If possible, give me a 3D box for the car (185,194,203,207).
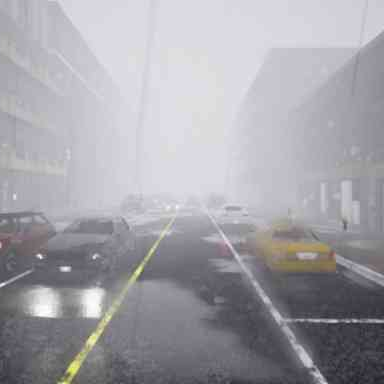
[{"bbox_3d":[0.133,1.313,44.840,1.994,1.385,4.181,0,0,2],"label":"car"}]

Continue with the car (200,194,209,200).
[{"bbox_3d":[2.859,1.156,78.265,1.887,1.381,4.507,0,0,0],"label":"car"}]

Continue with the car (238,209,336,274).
[{"bbox_3d":[2.718,1.461,10.155,1.752,1.417,4.829,0,0,0],"label":"car"}]

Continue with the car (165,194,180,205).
[{"bbox_3d":[-2.962,1.316,52.005,1.895,1.301,4.718,0,0,1],"label":"car"}]

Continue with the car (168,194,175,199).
[{"bbox_3d":[-5.497,1.158,89.666,1.802,1.307,4.206,0,0,0],"label":"car"}]

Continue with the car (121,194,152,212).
[{"bbox_3d":[-5.614,1.123,32.764,2.192,1.841,5.009,0,0,0],"label":"car"}]

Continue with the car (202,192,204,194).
[{"bbox_3d":[2.801,1.166,49.815,1.967,1.590,4.097,0,0,0],"label":"car"}]

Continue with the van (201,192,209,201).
[{"bbox_3d":[2.849,0.972,72.573,1.690,1.788,3.998,0,0,0],"label":"van"}]

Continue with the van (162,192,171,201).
[{"bbox_3d":[-5.531,0.972,72.593,1.690,1.788,3.998,0,0,0],"label":"van"}]

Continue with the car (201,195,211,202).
[{"bbox_3d":[2.836,1.234,66.886,1.802,1.307,4.206,0,0,0],"label":"car"}]

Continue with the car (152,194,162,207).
[{"bbox_3d":[-5.592,1.303,44.146,2.008,1.369,4.403,0,0,0],"label":"car"}]

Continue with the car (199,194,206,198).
[{"bbox_3d":[2.895,1.143,95.336,1.802,1.307,4.206,0,0,0],"label":"car"}]

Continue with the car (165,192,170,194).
[{"bbox_3d":[-5.555,0.990,61.214,2.192,1.841,5.009,0,0,0],"label":"car"}]

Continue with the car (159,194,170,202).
[{"bbox_3d":[-5.545,1.178,66.737,1.752,1.417,4.829,0,0,0],"label":"car"}]

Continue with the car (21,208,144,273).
[{"bbox_3d":[-3.077,1.479,10.761,2.033,1.411,5.357,0,0,0],"label":"car"}]

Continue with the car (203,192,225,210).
[{"bbox_3d":[2.778,1.095,38.434,2.192,1.841,5.009,0,0,0],"label":"car"}]

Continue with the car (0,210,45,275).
[{"bbox_3d":[-5.662,1.376,10.005,1.967,1.590,4.097,0,0,0],"label":"car"}]

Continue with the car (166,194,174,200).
[{"bbox_3d":[-5.509,1.119,83.804,1.752,1.417,4.829,0,0,0],"label":"car"}]

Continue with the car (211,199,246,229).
[{"bbox_3d":[2.395,1.400,20.387,1.812,1.442,4.674,0,0,0],"label":"car"}]

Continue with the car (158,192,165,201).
[{"bbox_3d":[-5.579,1.165,49.836,1.967,1.590,4.097,0,0,0],"label":"car"}]

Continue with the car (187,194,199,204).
[{"bbox_3d":[0.119,1.177,55.577,1.882,1.535,5.008,0,0,0],"label":"car"}]
